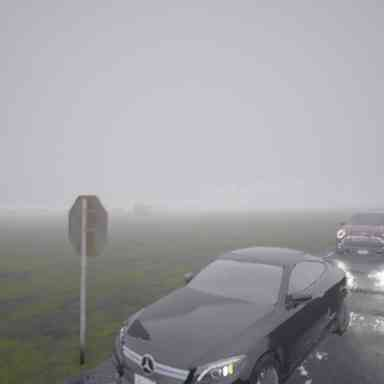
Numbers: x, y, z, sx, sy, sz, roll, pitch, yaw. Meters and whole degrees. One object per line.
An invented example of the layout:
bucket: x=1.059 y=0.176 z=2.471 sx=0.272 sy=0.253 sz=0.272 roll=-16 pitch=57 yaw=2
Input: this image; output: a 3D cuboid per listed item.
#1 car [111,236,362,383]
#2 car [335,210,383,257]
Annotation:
car: x=0.999 y=1.643 z=5.056 sx=1.812 sy=1.442 sz=4.674 roll=-2 pitch=-2 yaw=39
car: x=7.434 y=1.595 z=13.796 sx=2.097 sy=1.767 sz=4.553 roll=-2 pitch=-2 yaw=35
